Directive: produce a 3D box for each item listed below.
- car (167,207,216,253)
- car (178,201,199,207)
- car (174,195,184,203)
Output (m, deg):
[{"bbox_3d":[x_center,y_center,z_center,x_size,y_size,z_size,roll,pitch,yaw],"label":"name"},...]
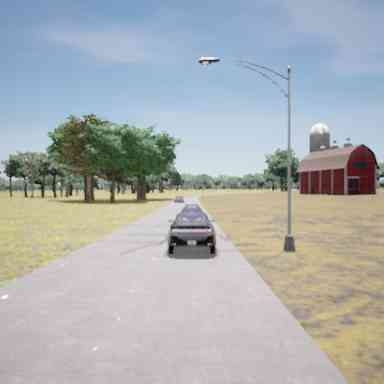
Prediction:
[{"bbox_3d":[0.000,1.613,14.283,2.128,1.511,4.902,0,0,0],"label":"car"},{"bbox_3d":[-0.005,1.764,29.258,1.994,1.385,4.181,0,0,0],"label":"car"},{"bbox_3d":[-2.759,1.520,70.989,2.097,1.767,4.553,0,0,0],"label":"car"}]
